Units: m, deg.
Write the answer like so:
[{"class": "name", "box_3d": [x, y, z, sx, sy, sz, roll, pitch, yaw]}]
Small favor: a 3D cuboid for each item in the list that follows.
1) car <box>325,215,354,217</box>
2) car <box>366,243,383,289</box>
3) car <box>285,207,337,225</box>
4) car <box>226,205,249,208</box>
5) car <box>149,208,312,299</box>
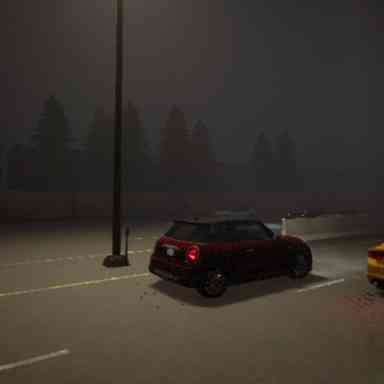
[{"class": "car", "box_3d": [11.141, 1.917, 24.913, 4.674, 1.442, 1.812, 1, -1, -35]}, {"class": "car", "box_3d": [6.383, 1.640, 8.412, 5.008, 1.535, 1.882, 1, -1, -36]}, {"class": "car", "box_3d": [10.286, 2.020, 28.587, 4.718, 1.301, 1.895, 1, -1, -35]}, {"class": "car", "box_3d": [3.601, 1.860, 28.167, 4.674, 1.442, 1.812, 1, -1, -35]}, {"class": "car", "box_3d": [1.215, 1.458, 8.994, 4.553, 1.767, 2.097, 1, -1, -36]}]
